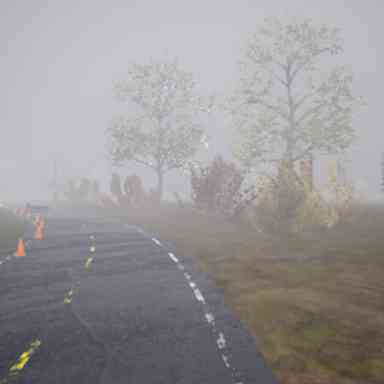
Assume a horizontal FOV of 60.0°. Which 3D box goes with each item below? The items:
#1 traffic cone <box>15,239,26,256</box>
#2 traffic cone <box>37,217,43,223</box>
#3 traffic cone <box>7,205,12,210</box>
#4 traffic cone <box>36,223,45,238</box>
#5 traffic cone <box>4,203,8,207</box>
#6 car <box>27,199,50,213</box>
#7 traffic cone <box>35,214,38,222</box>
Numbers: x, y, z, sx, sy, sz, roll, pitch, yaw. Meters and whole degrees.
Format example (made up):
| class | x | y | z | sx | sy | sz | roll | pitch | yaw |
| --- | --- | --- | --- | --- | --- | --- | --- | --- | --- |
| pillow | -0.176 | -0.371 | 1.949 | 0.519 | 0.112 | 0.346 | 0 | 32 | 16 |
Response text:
| class | x | y | z | sx | sy | sz | roll | pitch | yaw |
| --- | --- | --- | --- | --- | --- | --- | --- | --- | --- |
| traffic cone | -6.143 | 1.974 | 11.938 | 0.340 | 0.580 | 0.340 | 0 | 0 | -15 |
| traffic cone | -9.410 | 1.964 | 20.886 | 0.340 | 0.580 | 0.340 | 0 | 0 | -25 |
| traffic cone | -22.621 | 1.966 | 41.662 | 0.340 | 0.580 | 0.340 | 0 | 0 | -34 |
| traffic cone | -7.568 | 1.968 | 16.488 | 0.340 | 0.580 | 0.340 | 0 | 0 | -20 |
| traffic cone | -25.395 | 1.965 | 45.822 | 0.340 | 0.580 | 0.340 | 0 | 0 | -34 |
| car | -17.344 | 1.479 | 37.488 | 1.882 | 1.535 | 5.008 | 0 | 0 | -34 |
| traffic cone | -11.652 | 1.963 | 25.094 | 0.340 | 0.580 | 0.340 | 0 | 0 | -31 |
